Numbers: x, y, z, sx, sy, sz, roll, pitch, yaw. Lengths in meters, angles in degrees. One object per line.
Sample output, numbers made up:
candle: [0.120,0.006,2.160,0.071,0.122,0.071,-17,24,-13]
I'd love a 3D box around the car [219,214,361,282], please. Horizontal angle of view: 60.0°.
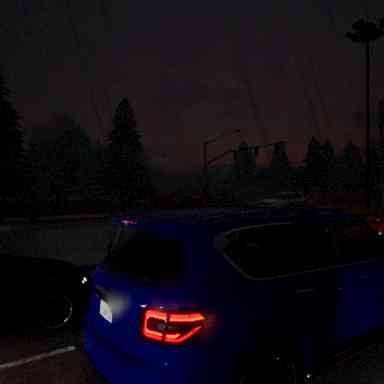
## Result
car: [3.092,1.512,10.228,4.181,1.385,1.994,-1,0,-34]

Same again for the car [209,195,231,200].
car: [3.150,1.377,49.132,1.895,1.301,4.718,-1,0,-36]

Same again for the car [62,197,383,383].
car: [1.375,1.204,4.712,5.566,2.045,2.150,-1,0,-35]

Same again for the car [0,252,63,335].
car: [-3.750,1.564,5.362,4.181,1.385,1.994,0,0,-36]

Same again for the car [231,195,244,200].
car: [6.396,1.241,50.612,2.128,1.511,4.902,-1,0,-35]

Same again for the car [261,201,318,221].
car: [7.891,1.447,26.700,4.718,1.301,1.895,-1,0,-35]

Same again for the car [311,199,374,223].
car: [11.279,1.325,24.804,4.902,1.511,2.128,0,0,-35]

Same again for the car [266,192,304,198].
car: [8.498,1.043,31.391,5.566,2.045,2.150,0,0,-36]
